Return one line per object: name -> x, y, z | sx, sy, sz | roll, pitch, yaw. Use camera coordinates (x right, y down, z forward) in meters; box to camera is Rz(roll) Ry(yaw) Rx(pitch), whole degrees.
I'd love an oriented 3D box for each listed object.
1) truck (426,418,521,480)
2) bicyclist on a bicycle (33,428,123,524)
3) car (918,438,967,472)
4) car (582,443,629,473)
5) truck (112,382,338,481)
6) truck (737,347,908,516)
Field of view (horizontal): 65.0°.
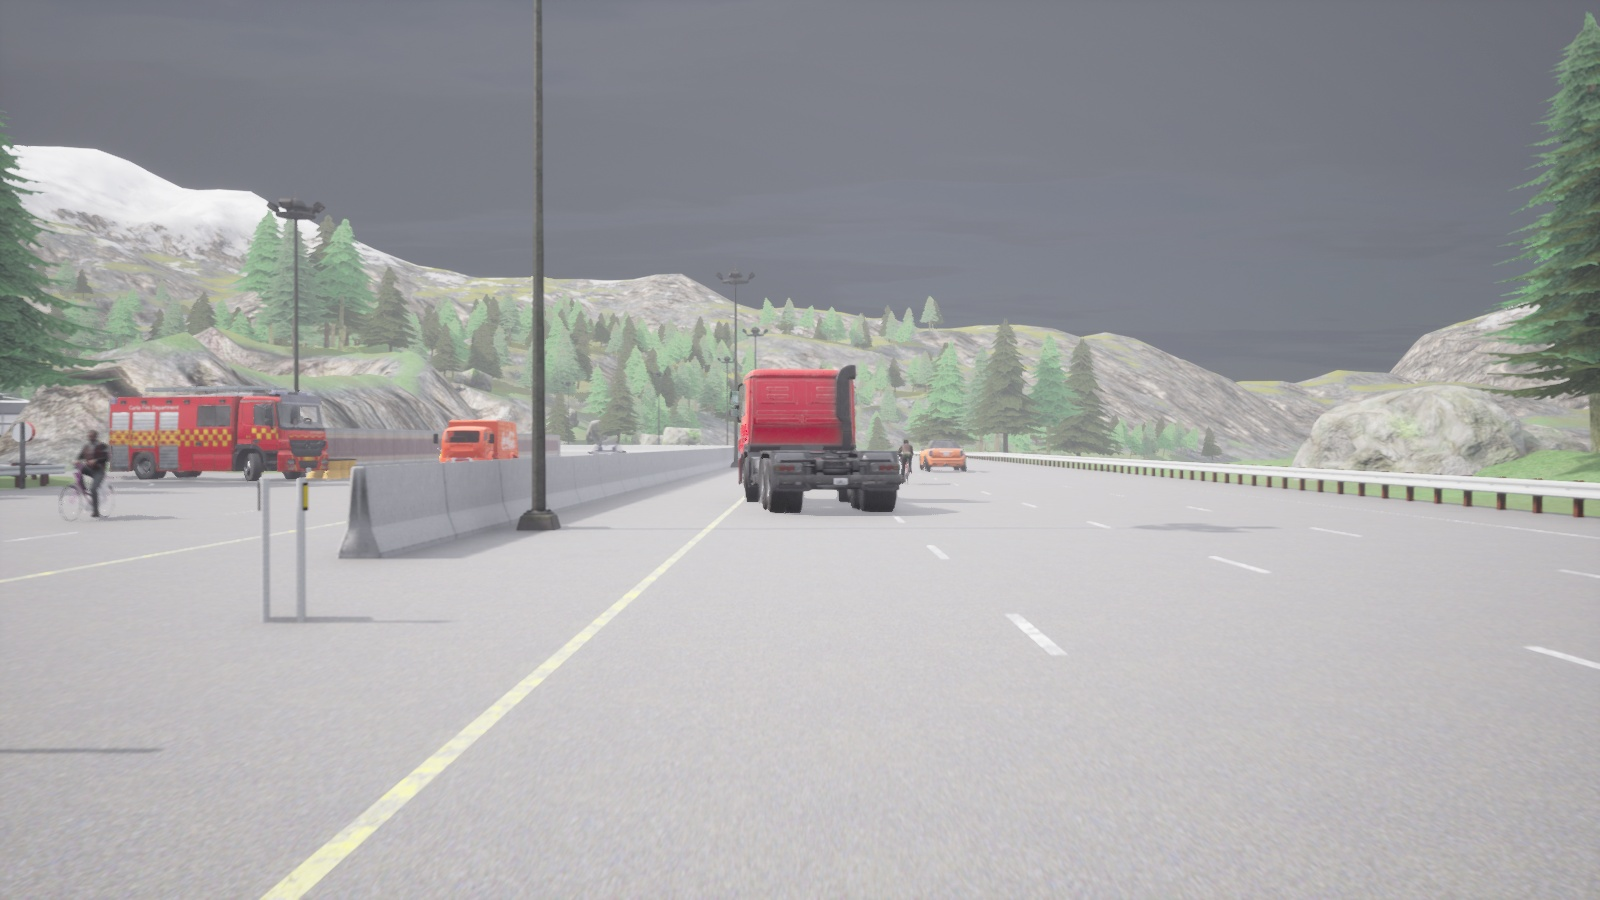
truck -> -13.639, -0.045, 52.894 | 2.627, 2.467, 5.204 | 0, 0, 0
bicyclist on a bicycle -> -13.827, 0.470, 24.112 | 0.659, 1.776, 1.843 | 0, 0, 0
car -> 7.448, 0.238, 66.158 | 2.097, 1.767, 4.553 | 0, 0, 0
car -> -10.059, 0.386, 65.012 | 1.845, 1.501, 3.633 | 0, 0, 0
truck -> -23.262, -0.717, 50.824 | 8.468, 3.827, 2.891 | 0, 0, 16
truck -> 0.286, -0.403, 29.788 | 2.891, 3.462, 7.936 | 0, 0, -8
